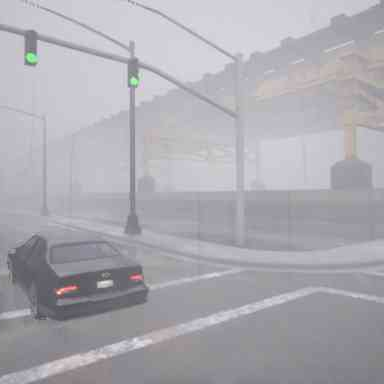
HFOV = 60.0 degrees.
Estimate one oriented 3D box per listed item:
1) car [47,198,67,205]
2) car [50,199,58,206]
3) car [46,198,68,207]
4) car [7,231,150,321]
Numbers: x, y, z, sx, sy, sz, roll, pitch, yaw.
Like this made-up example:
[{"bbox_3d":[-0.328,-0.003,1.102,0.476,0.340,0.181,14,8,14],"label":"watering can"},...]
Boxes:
[{"bbox_3d":[-27.460,1.962,67.819,1.853,1.218,4.536,0,0,7],"label":"car"},{"bbox_3d":[-24.717,2.075,64.068,4.974,1.542,2.038,0,0,17],"label":"car"},{"bbox_3d":[-27.465,2.119,67.766,2.038,1.542,4.974,0,0,7],"label":"car"},{"bbox_3d":[-2.915,1.621,7.632,2.033,1.411,5.357,0,0,-35],"label":"car"}]
